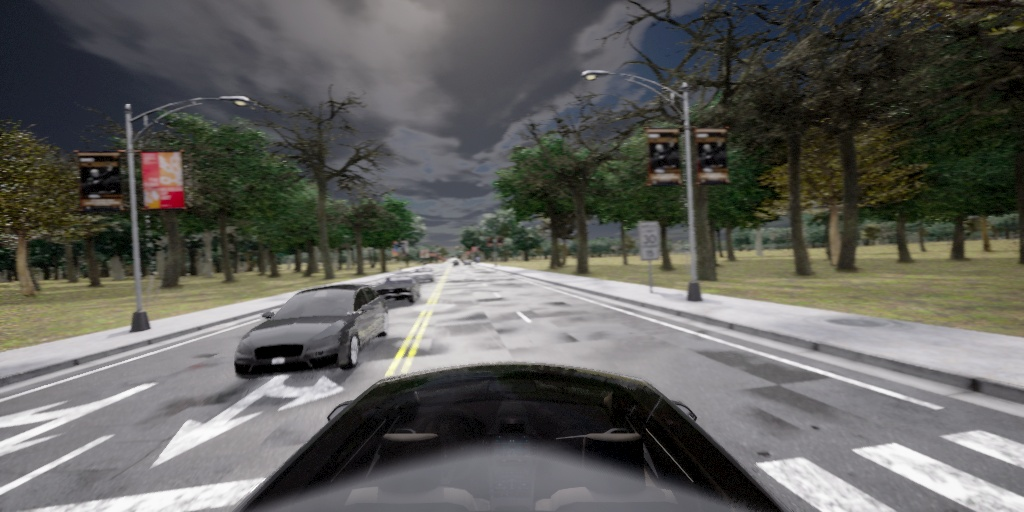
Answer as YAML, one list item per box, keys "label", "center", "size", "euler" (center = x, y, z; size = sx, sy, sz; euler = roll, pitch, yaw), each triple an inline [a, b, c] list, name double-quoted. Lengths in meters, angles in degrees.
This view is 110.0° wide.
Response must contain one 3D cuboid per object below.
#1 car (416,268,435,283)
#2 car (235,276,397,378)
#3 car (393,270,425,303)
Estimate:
- label: "car"
  center: [-8.107, 1.764, 32.928]
  size: [1.895, 1.301, 4.718]
  euler: [-3, 0, -9]
- label: "car"
  center: [-4.114, 1.460, 8.183]
  size: [1.837, 1.490, 4.892]
  euler: [-3, 0, -8]
- label: "car"
  center: [-5.739, 1.640, 18.218]
  size: [1.895, 1.301, 4.718]
  euler: [-3, 0, -9]
